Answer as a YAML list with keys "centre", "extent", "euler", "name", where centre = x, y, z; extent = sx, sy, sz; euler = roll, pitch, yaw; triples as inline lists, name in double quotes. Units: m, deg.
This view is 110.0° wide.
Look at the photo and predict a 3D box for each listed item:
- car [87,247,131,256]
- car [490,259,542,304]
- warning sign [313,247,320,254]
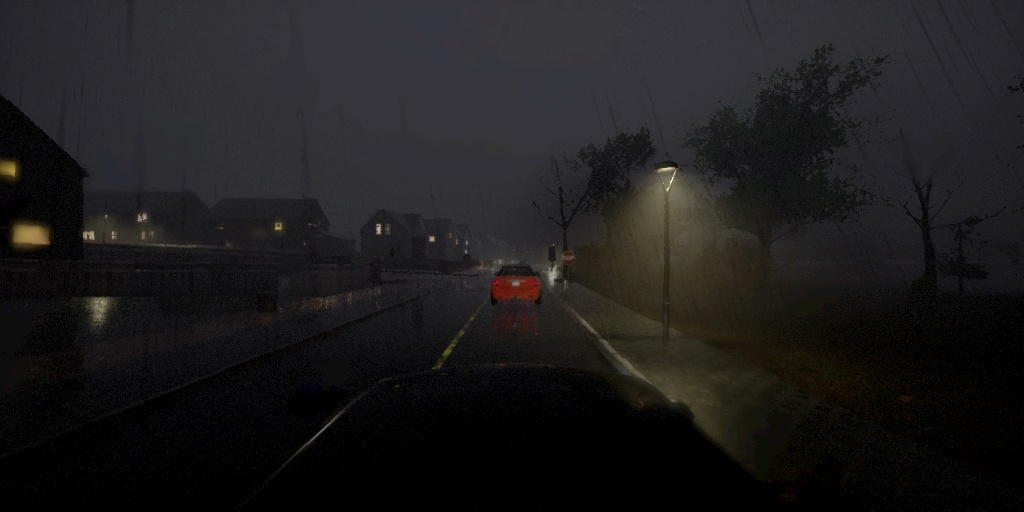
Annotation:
- centre: [-38.526, -0.424, 33.065]
  extent: [5.357, 1.411, 2.033]
  euler: [3, 0, 2]
  name: "car"
- centre: [0.222, 1.133, 16.401]
  extent: [2.097, 1.767, 4.553]
  euler: [0, 0, 2]
  name: "car"
- centre: [-19.061, 0.065, 34.930]
  extent: [1.060, 1.860, 1.300]
  euler: [0, 0, 2]
  name: "warning sign"
